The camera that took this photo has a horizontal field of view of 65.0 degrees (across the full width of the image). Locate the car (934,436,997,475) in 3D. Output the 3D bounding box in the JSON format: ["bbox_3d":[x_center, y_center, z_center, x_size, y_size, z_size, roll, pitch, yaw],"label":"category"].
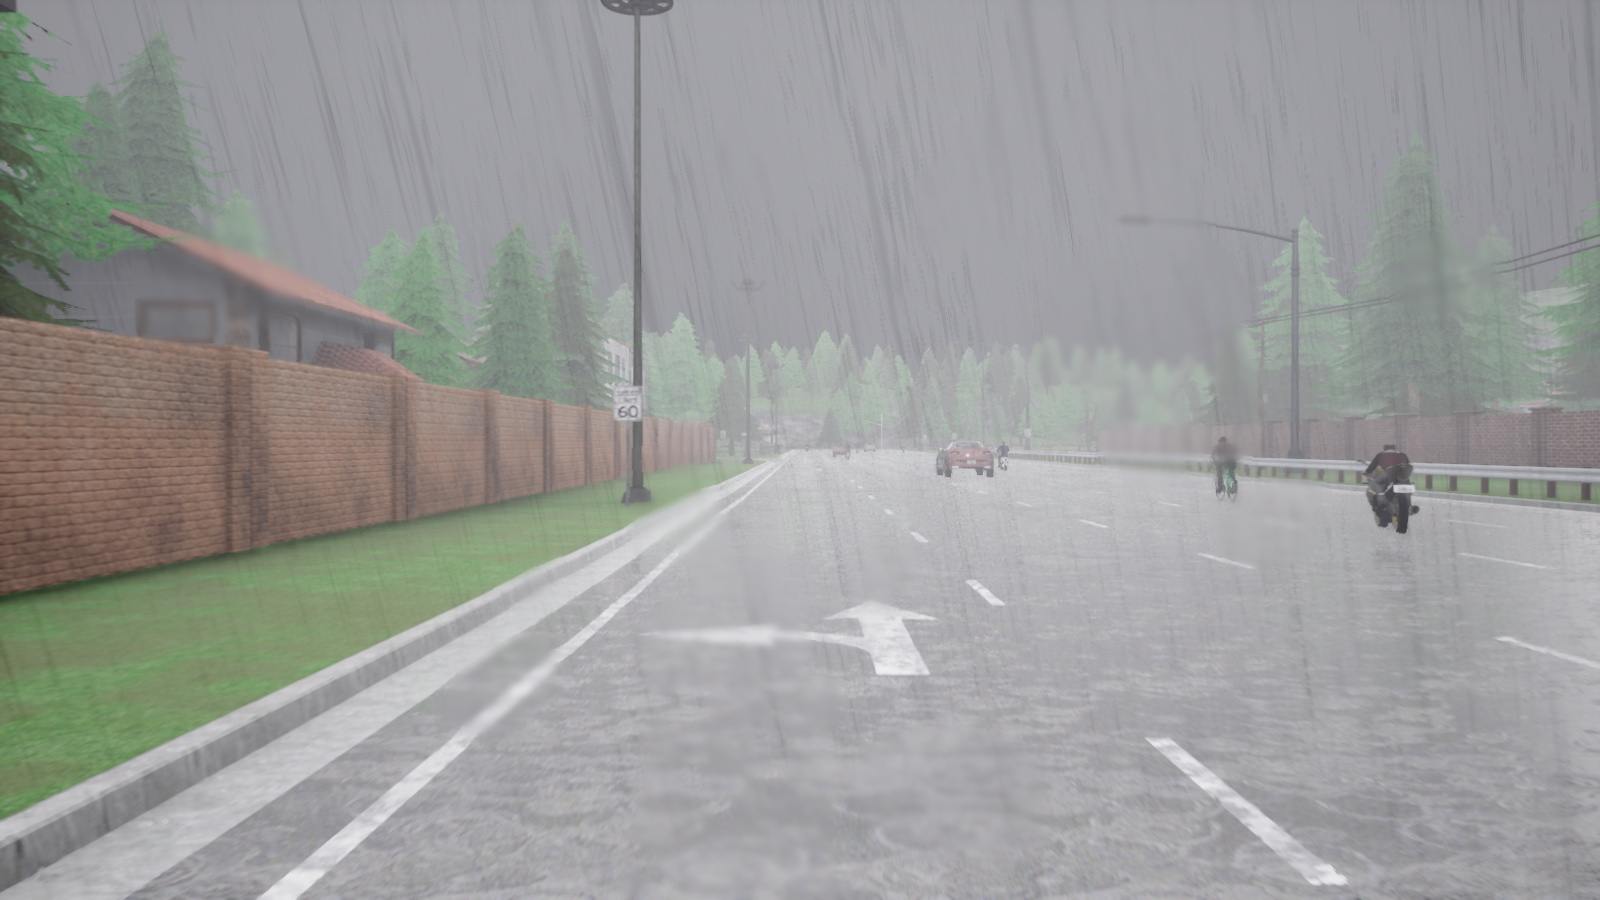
[{"bbox_3d":[7.333,0.215,56.072,2.152,1.651,5.027,0,0,0],"label":"car"}]

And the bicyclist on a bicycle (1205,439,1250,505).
[{"bbox_3d":[10.689,0.531,31.455,0.582,1.620,1.656,0,0,0],"label":"bicyclist on a bicycle"}]

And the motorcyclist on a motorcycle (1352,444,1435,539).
[{"bbox_3d":[10.110,0.669,21.469,0.866,1.530,2.191,0,0,14],"label":"motorcyclist on a motorcycle"}]
